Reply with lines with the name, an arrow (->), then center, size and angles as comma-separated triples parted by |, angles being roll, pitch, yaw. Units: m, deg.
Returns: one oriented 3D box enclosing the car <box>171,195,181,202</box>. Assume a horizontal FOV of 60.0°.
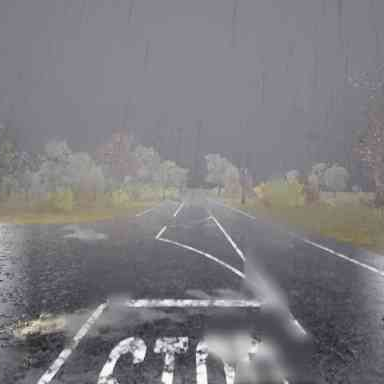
car -> -3.385, 1.432, 71.696 | 2.033, 1.411, 5.357 | 0, 0, 0
